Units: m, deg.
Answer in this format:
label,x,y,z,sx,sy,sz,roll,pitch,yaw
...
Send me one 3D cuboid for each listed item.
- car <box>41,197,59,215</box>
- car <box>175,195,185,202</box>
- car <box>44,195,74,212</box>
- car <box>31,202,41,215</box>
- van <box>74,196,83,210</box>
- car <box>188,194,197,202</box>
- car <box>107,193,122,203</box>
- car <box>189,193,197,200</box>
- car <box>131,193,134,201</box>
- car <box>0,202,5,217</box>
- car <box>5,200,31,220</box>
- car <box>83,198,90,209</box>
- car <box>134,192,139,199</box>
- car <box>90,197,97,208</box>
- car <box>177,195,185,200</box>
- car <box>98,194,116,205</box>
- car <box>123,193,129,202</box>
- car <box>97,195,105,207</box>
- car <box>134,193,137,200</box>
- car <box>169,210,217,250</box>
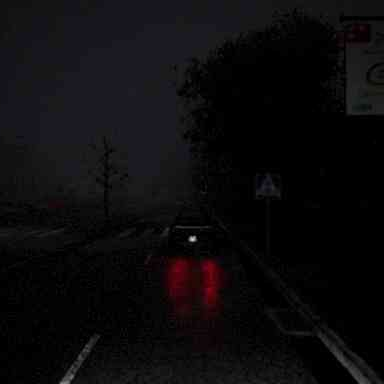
label,x,y,z,sx,sy,sz,roll,pitch,yaw
car,-16.633,1.584,33.528,5.366,1.575,1.946,-1,-1,-20
car,-2.822,1.556,77.418,1.812,1.442,4.674,0,0,0
car,-16.762,1.501,39.439,4.553,1.767,2.185,-1,0,-20
car,-16.842,1.597,30.467,4.792,1.488,2.163,-1,0,-20
van,-16.675,1.416,42.467,4.442,1.987,1.878,-1,-1,-20
car,0.178,1.393,77.379,2.097,1.767,4.553,0,0,0
car,-16.748,1.357,63.294,5.566,2.045,2.435,-1,1,-20
car,0.202,1.213,87.386,2.097,1.767,4.553,0,0,0
car,-16.646,1.371,78.234,4.553,1.767,2.185,-1,1,-20
car,-16.829,1.567,24.514,4.674,1.452,2.002,-1,0,-20
car,-16.652,1.540,27.562,5.366,1.575,1.946,-1,-1,-20
car,-16.767,1.690,45.398,4.674,1.452,2.002,-1,0,-20
car,-16.630,1.481,84.226,4.792,1.488,2.163,-1,0,-20
car,-16.789,1.687,48.371,4.792,1.488,2.163,-1,0,-20
car,-2.798,1.446,87.455,1.895,1.301,4.718,0,0,0
car,-16.724,1.665,60.325,4.674,1.452,2.002,-1,1,-20
car,-16.679,1.313,69.290,5.566,2.045,2.435,-1,0,-20
car,-16.582,1.649,51.439,5.366,1.575,1.946,-1,0,-20
car,-16.660,1.515,81.207,4.674,1.452,2.002,-1,1,-20
car,0.029,1.514,14.480,2.128,1.511,4.902,0,0,0
